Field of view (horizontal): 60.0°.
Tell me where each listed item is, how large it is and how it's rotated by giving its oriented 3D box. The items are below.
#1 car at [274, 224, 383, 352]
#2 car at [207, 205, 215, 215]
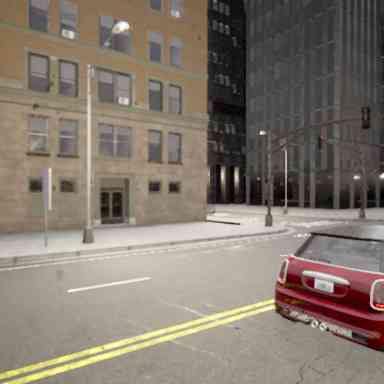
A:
[{"bbox_3d":[3.630,1.373,6.030,4.553,1.767,2.097,0,0,-36],"label":"car"},{"bbox_3d":[0.406,1.568,33.705,1.812,1.442,4.674,0,0,-36],"label":"car"}]
